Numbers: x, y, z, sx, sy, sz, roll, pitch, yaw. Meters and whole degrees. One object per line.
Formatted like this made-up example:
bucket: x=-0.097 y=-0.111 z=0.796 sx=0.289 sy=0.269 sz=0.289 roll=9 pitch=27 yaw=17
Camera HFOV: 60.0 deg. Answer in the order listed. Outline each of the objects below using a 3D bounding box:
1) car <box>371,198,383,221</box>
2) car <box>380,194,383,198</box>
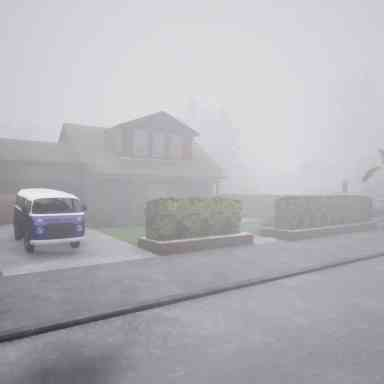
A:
car: x=14.258 y=1.491 z=26.466 sx=2.128 sy=1.511 sz=4.902 roll=0 pitch=0 yaw=-35
car: x=24.018 y=0.986 z=40.753 sx=3.866 sy=1.878 sz=1.905 roll=0 pitch=0 yaw=0
